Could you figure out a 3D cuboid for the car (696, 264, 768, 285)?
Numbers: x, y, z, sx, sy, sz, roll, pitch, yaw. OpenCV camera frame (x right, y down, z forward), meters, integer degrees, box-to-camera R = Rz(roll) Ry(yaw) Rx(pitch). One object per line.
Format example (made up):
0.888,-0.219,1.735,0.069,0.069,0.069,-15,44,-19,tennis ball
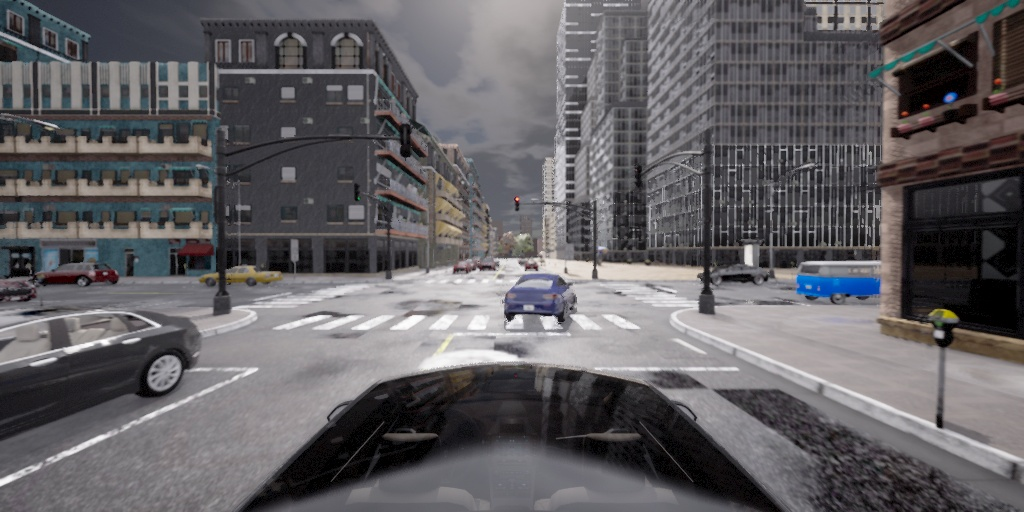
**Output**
14.627,1.204,23.896,4.313,1.339,1.948,0,0,0,car

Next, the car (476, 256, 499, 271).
-3.187,1.080,47.266,2.097,1.767,4.553,0,0,0,car

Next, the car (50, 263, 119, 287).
-28.829,1.187,23.726,4.097,1.591,1.967,0,0,0,car

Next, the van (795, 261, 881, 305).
14.659,1.108,15.516,3.998,1.789,1.690,0,0,0,van

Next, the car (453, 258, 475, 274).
-5.781,1.275,41.879,1.888,1.381,4.507,0,0,0,car

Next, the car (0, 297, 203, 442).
-5.695,1.300,3.813,2.007,1.370,4.403,0,0,0,car

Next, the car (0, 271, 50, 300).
-23.264,1.300,15.368,4.097,1.591,1.967,0,0,0,car

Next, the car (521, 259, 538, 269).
2.553,1.272,47.605,1.888,1.381,4.507,0,0,0,car

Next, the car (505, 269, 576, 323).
1.057,1.316,12.270,1.812,1.442,4.674,-1,-1,15,car

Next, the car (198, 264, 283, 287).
-17.932,1.242,23.769,4.829,1.417,1.751,0,0,0,car

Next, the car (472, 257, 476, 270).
-5.794,1.168,47.528,1.967,1.591,4.097,0,0,0,car
